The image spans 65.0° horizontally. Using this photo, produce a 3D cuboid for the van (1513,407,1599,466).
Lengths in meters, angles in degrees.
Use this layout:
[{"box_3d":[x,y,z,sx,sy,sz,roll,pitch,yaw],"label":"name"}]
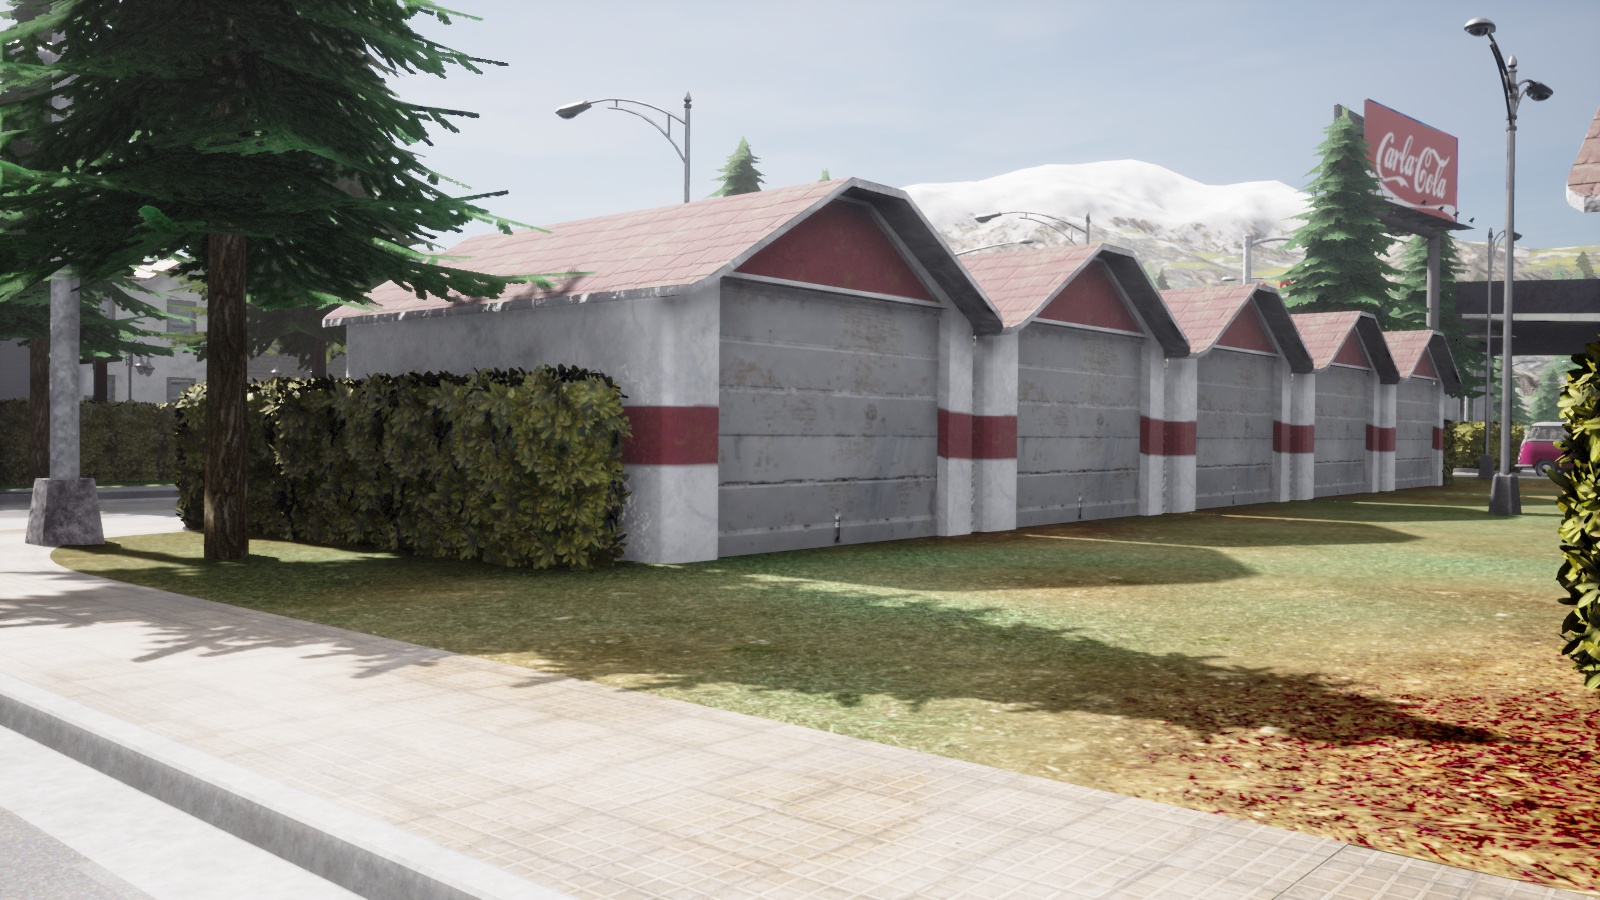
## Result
[{"box_3d":[27.249,-0.453,43.202,4.442,1.987,1.775,1,1,40],"label":"van"}]
